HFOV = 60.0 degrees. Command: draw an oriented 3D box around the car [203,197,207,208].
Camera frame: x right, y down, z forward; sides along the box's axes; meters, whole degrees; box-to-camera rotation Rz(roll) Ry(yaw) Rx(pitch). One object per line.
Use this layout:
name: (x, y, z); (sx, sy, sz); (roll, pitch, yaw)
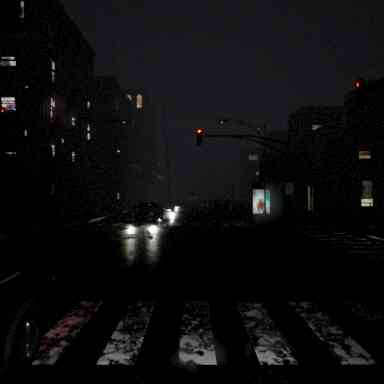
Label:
car: (2.716, 1.597, 43.218); (1.802, 1.307, 4.206); (0, 0, 0)

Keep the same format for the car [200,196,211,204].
car: (2.733, 1.592, 66.005); (2.008, 1.369, 4.403); (-1, 0, 0)

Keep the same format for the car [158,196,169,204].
car: (-5.648, 1.566, 65.828); (1.752, 1.417, 4.829); (0, 0, 0)

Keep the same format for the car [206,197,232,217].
car: (2.707, 1.446, 31.824); (1.967, 1.590, 4.097); (0, 0, 0)

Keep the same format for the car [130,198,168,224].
car: (-3.331, 1.476, 25.297); (1.882, 1.535, 5.008); (0, 0, 4)

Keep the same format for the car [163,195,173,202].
car: (-5.641, 1.498, 77.391); (1.967, 1.590, 4.097); (0, 0, 0)

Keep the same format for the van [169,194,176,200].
van: (-5.629, 1.431, 94.481); (1.690, 1.788, 3.998); (-1, 0, 0)

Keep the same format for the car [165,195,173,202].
car: (-5.636, 1.593, 82.917); (1.752, 1.417, 4.829); (-1, 0, 0)

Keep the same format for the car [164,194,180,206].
car: (-3.039, 1.519, 54.111); (2.128, 1.511, 4.902); (0, 0, 0)

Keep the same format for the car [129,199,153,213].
car: (-5.669, 1.561, 37.515); (2.008, 1.369, 4.403); (0, 0, 0)

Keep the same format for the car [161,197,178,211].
car: (-3.070, 1.614, 40.457); (1.895, 1.301, 4.718); (0, 0, 0)

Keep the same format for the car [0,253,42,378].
car: (-3.099, 1.351, 2.623); (2.097, 1.767, 4.553); (0, 0, 0)

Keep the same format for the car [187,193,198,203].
car: (0.137, 1.269, 70.537); (2.150, 2.045, 5.566); (0, 0, 0)

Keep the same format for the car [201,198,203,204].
car: (2.720, 1.572, 48.915); (2.008, 1.369, 4.403); (0, 0, 0)
